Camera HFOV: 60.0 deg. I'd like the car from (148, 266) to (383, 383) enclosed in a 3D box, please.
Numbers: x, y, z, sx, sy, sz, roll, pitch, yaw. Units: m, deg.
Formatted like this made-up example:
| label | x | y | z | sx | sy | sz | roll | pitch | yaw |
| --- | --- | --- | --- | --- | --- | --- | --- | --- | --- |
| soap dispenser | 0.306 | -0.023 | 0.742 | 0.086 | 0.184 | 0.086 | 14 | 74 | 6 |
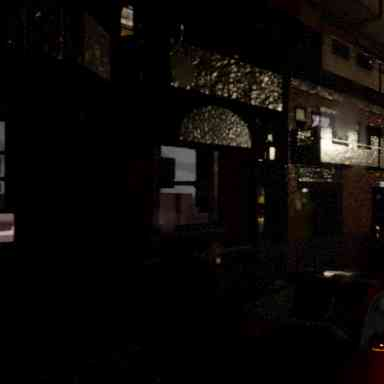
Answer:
| label | x | y | z | sx | sy | sz | roll | pitch | yaw |
| --- | --- | --- | --- | --- | --- | --- | --- | --- | --- |
| car | 1.530 | 1.596 | 3.796 | 4.206 | 1.307 | 1.802 | 1 | -1 | -38 |
